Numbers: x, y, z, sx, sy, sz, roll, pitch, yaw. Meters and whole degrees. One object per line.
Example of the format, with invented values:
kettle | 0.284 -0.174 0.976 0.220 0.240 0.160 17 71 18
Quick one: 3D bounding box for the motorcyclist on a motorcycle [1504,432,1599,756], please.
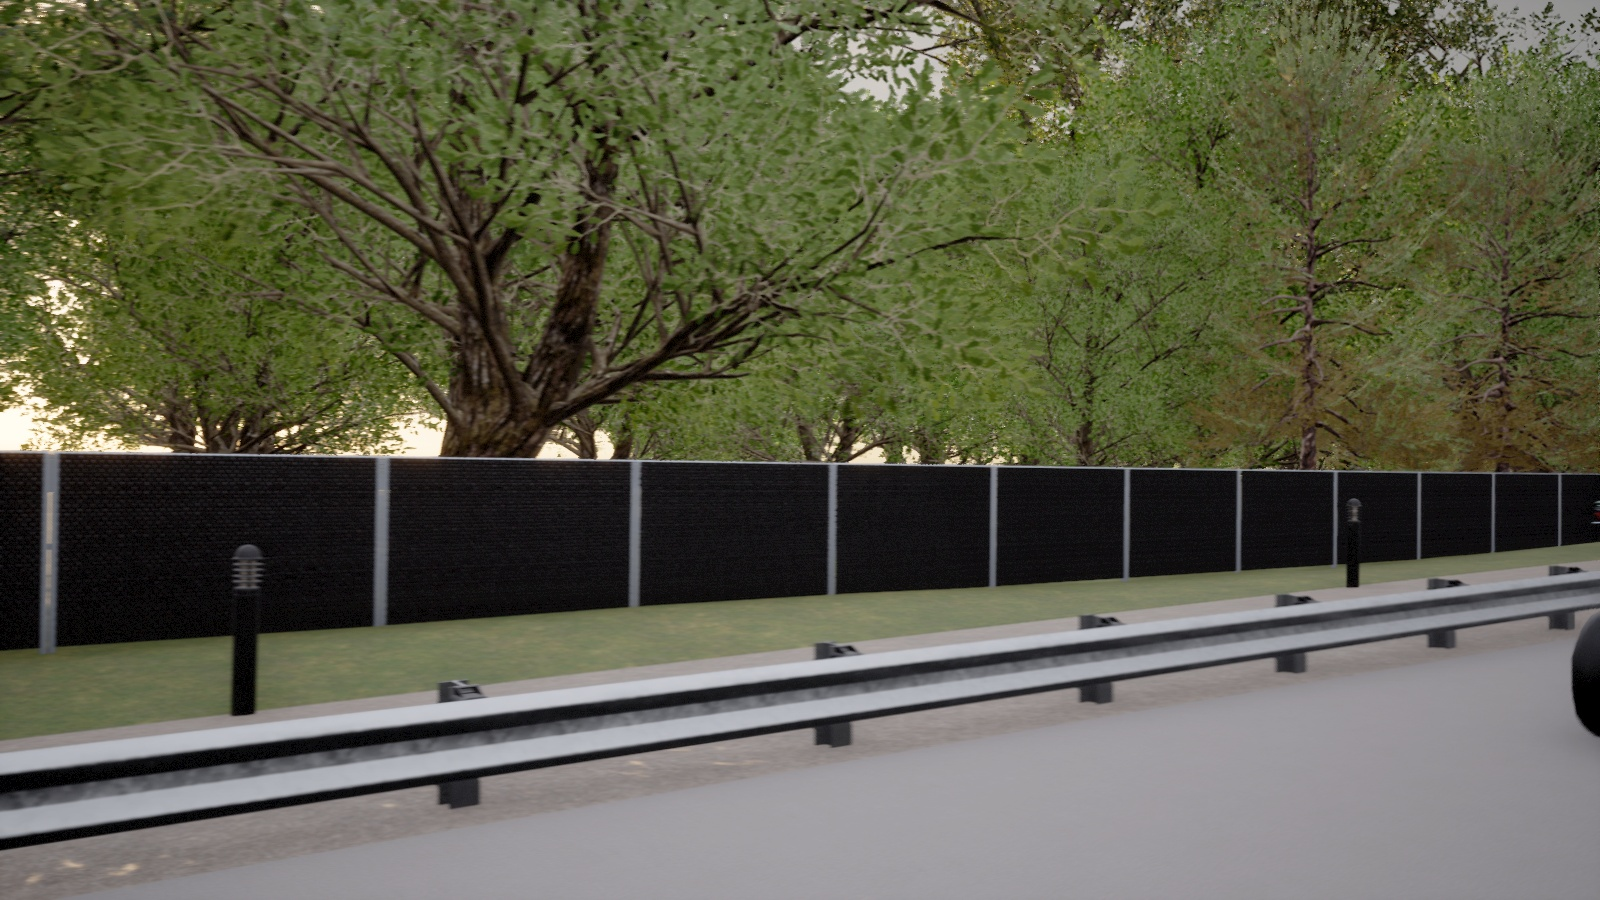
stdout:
motorcyclist on a motorcycle | 4.985 0.740 7.139 2.350 1.649 0.766 0 0 -35
